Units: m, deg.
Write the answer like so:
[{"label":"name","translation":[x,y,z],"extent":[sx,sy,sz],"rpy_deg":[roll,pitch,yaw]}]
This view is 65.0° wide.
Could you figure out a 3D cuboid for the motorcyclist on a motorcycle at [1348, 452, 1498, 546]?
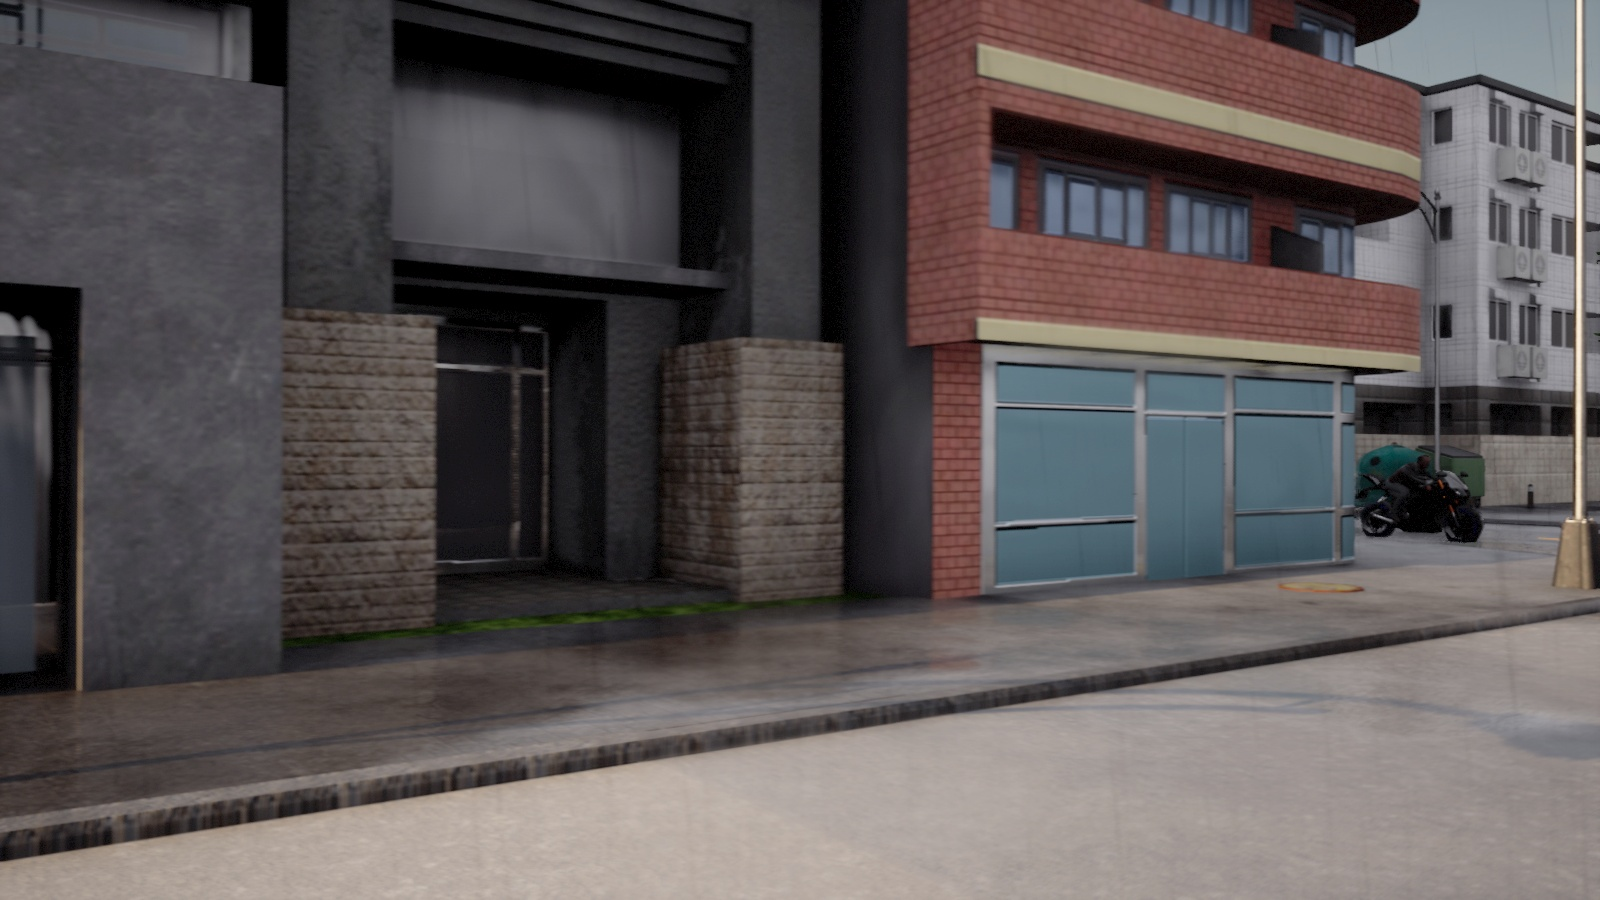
[{"label":"motorcyclist on a motorcycle","translation":[10.795,0.811,21.829],"extent":[0.866,1.530,2.191],"rpy_deg":[-1,0,-32]}]
